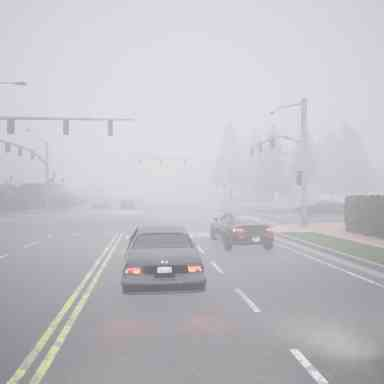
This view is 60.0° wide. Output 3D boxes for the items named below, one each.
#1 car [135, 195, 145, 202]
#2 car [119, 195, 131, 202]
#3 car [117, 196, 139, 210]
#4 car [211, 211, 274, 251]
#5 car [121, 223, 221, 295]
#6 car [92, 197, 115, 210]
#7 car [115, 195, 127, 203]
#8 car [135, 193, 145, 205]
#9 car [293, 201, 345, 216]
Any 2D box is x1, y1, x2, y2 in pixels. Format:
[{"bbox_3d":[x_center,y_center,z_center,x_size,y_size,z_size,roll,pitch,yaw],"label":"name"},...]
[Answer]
[{"bbox_3d":[-11.531,1.523,74.056,1.812,1.442,4.674,0,0,-6],"label":"car"},{"bbox_3d":[-15.197,1.524,75.380,2.128,1.511,4.902,0,0,-6],"label":"car"},{"bbox_3d":[-8.276,1.600,43.348,1.895,1.301,4.718,0,0,-6],"label":"car"},{"bbox_3d":[2.005,1.526,14.158,1.812,1.442,4.674,0,0,-7],"label":"car"},{"bbox_3d":[-0.838,1.547,8.896,2.033,1.411,5.357,0,0,-7],"label":"car"},{"bbox_3d":[-11.861,1.477,43.973,1.882,1.535,5.008,0,0,-6],"label":"car"},{"bbox_3d":[-13.722,1.564,61.371,1.994,1.385,4.181,0,0,-6],"label":"car"},{"bbox_3d":[-9.954,1.491,58.932,2.128,1.511,4.902,0,0,-6],"label":"car"},{"bbox_3d":[12.782,1.547,32.570,5.357,1.411,2.033,0,0,-5],"label":"car"}]
